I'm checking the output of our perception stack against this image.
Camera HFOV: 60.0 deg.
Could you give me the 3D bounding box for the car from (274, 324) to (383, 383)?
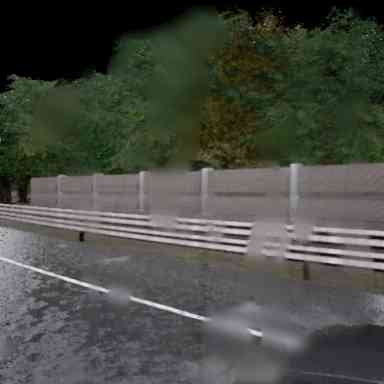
[{"bbox_3d":[3.091,1.531,1.659,5.357,1.411,2.033,0,0,36],"label":"car"}]
